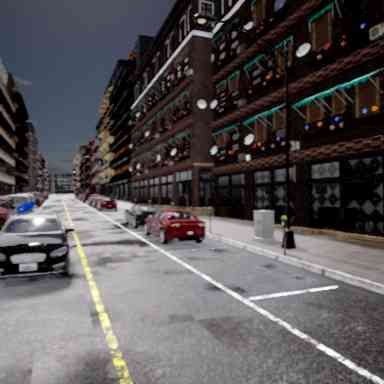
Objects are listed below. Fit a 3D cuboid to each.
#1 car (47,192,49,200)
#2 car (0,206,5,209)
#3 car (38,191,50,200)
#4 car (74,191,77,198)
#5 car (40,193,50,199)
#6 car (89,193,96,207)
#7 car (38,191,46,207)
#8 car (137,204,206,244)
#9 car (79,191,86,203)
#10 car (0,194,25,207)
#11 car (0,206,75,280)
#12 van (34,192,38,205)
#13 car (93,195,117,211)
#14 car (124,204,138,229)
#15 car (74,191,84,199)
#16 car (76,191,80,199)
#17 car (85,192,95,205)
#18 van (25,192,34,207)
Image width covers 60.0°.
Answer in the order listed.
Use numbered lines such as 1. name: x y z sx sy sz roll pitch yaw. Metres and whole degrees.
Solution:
1. car: -26.647 1.101 58.262 1.947 1.339 4.313 1 0 -22
2. car: -8.169 1.409 11.862 1.752 1.417 4.829 2 0 -22
3. car: -32.779 0.765 73.675 2.192 1.841 5.009 1 0 -22
4. car: -25.475 1.023 76.526 1.802 1.307 4.206 1 0 -22
5. car: -34.831 0.970 78.813 1.887 1.381 4.507 1 0 -22
6. car: -11.118 1.210 40.568 1.887 1.381 4.507 1 0 -22
7. car: -20.503 0.952 42.848 2.192 1.841 5.009 1 0 -22
8. car: -0.888 1.419 14.876 1.887 1.381 4.507 1 0 -22
9. car: -17.283 0.874 55.971 2.192 1.841 5.009 1 0 -22
10. car: -10.272 1.152 17.159 2.192 1.841 5.009 2 0 -22
11. car: -4.587 1.399 9.730 2.128 1.511 4.902 0 1 -22
12. van: -16.411 1.053 32.572 1.690 1.788 3.998 2 0 -22
13. car: -9.072 1.248 35.430 1.887 1.381 4.507 1 0 -22
14. car: -2.934 1.379 20.016 2.008 1.369 4.403 1 0 -22
15. car: -29.562 0.709 86.805 2.192 1.841 5.009 1 0 -22
16. car: -21.379 0.937 66.249 1.967 1.590 4.097 1 0 -22
17. car: -13.155 1.069 45.710 1.967 1.590 4.097 1 0 -22
18. van: -14.364 1.092 27.433 1.690 1.788 3.998 2 0 -22
